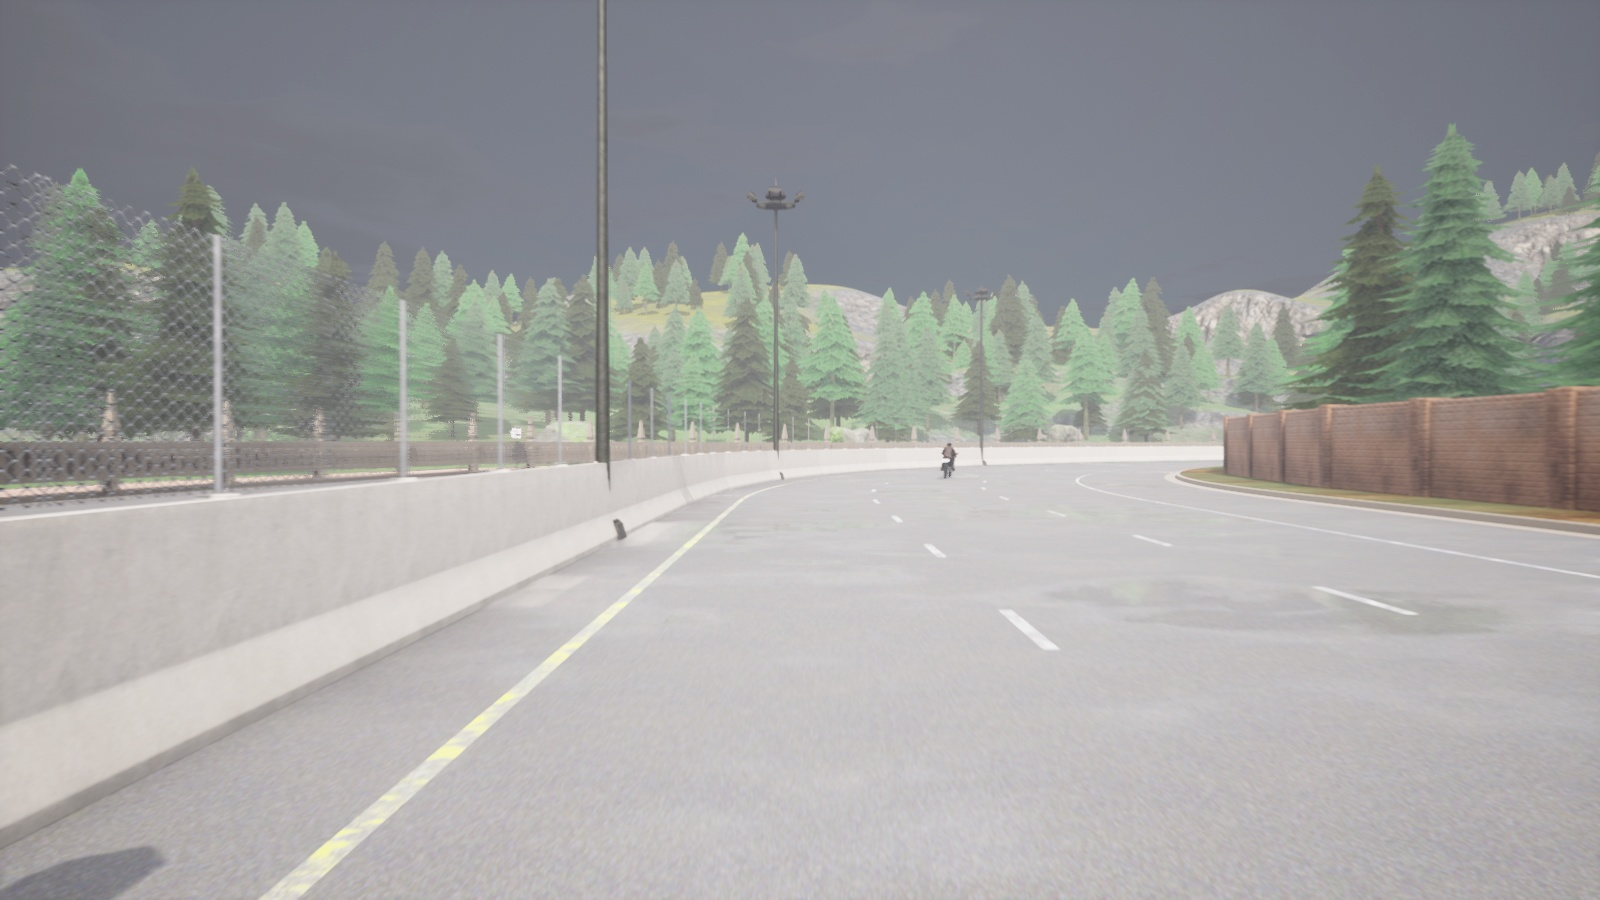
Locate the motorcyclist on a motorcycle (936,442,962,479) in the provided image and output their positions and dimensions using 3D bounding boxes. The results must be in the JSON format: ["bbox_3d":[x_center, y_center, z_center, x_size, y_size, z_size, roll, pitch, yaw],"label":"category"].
[{"bbox_3d":[6.283,0.435,52.773,0.797,1.523,2.044,2,1,14],"label":"motorcyclist on a motorcycle"}]
